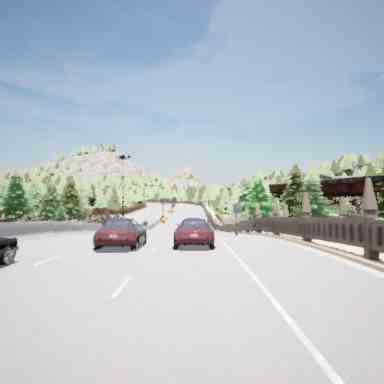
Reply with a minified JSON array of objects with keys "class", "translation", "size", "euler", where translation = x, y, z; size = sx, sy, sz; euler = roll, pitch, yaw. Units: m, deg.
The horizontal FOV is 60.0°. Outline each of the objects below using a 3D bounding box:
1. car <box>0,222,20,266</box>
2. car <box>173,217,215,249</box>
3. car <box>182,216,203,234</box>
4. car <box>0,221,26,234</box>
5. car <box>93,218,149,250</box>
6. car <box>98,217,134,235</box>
[{"class":"car","translation":[-6.903,1.735,9.418],"size":[1.895,1.301,4.718],"euler":[0,-2,0]},{"class":"car","translation":[0.093,2.036,16.963],"size":[1.994,1.385,4.181],"euler":[0,-3,0]},{"class":"car","translation":[0.086,3.583,35.986],"size":[2.097,1.767,4.553],"euler":[0,-6,0]},{"class":"car","translation":[-21.096,4.048,37.915],"size":[1.895,1.301,4.718],"euler":[0,-6,0]},{"class":"car","translation":[-3.406,2.002,16.405],"size":[1.994,1.385,4.181],"euler":[0,-3,0]},{"class":"car","translation":[-6.912,3.135,30.747],"size":[2.128,1.511,4.902],"euler":[0,-6,0]}]
